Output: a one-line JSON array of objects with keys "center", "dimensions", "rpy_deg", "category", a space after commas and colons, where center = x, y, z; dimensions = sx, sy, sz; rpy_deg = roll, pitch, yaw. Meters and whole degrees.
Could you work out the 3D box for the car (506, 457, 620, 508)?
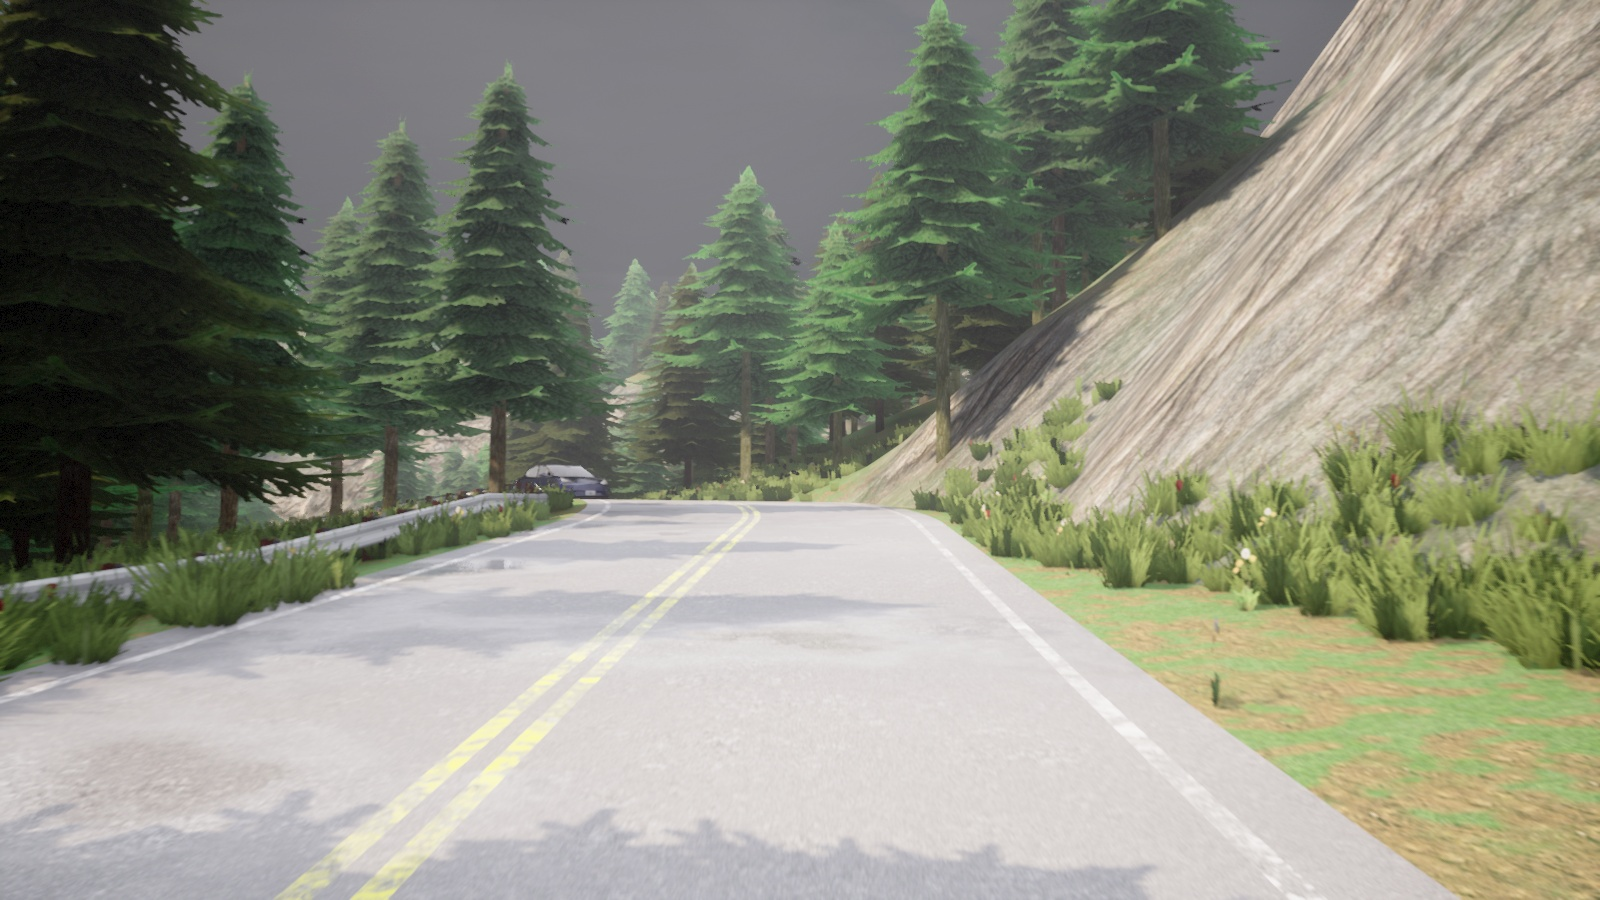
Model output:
[{"center": [-8.419, 1.199, 44.353], "dimensions": [2.163, 1.488, 4.792], "rpy_deg": [3, -6, -35], "category": "car"}]
